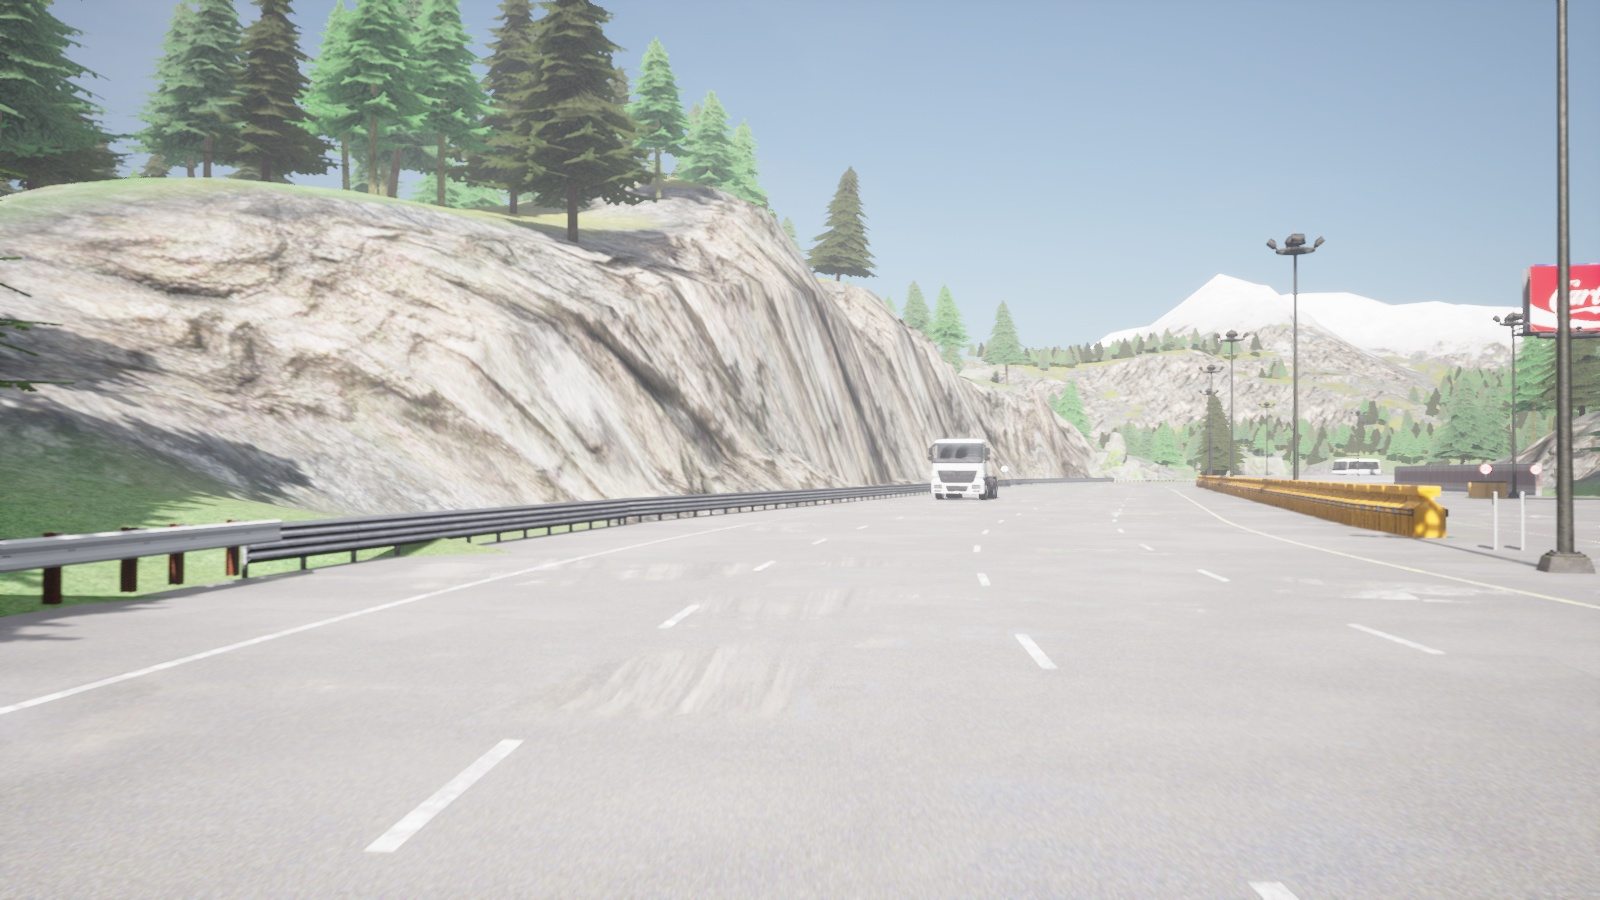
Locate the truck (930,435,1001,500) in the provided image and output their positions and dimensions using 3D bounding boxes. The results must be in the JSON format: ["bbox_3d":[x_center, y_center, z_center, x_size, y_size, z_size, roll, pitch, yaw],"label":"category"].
[{"bbox_3d":[9.498,0.990,71.351,2.891,3.462,7.936,0,-1,15],"label":"truck"}]
